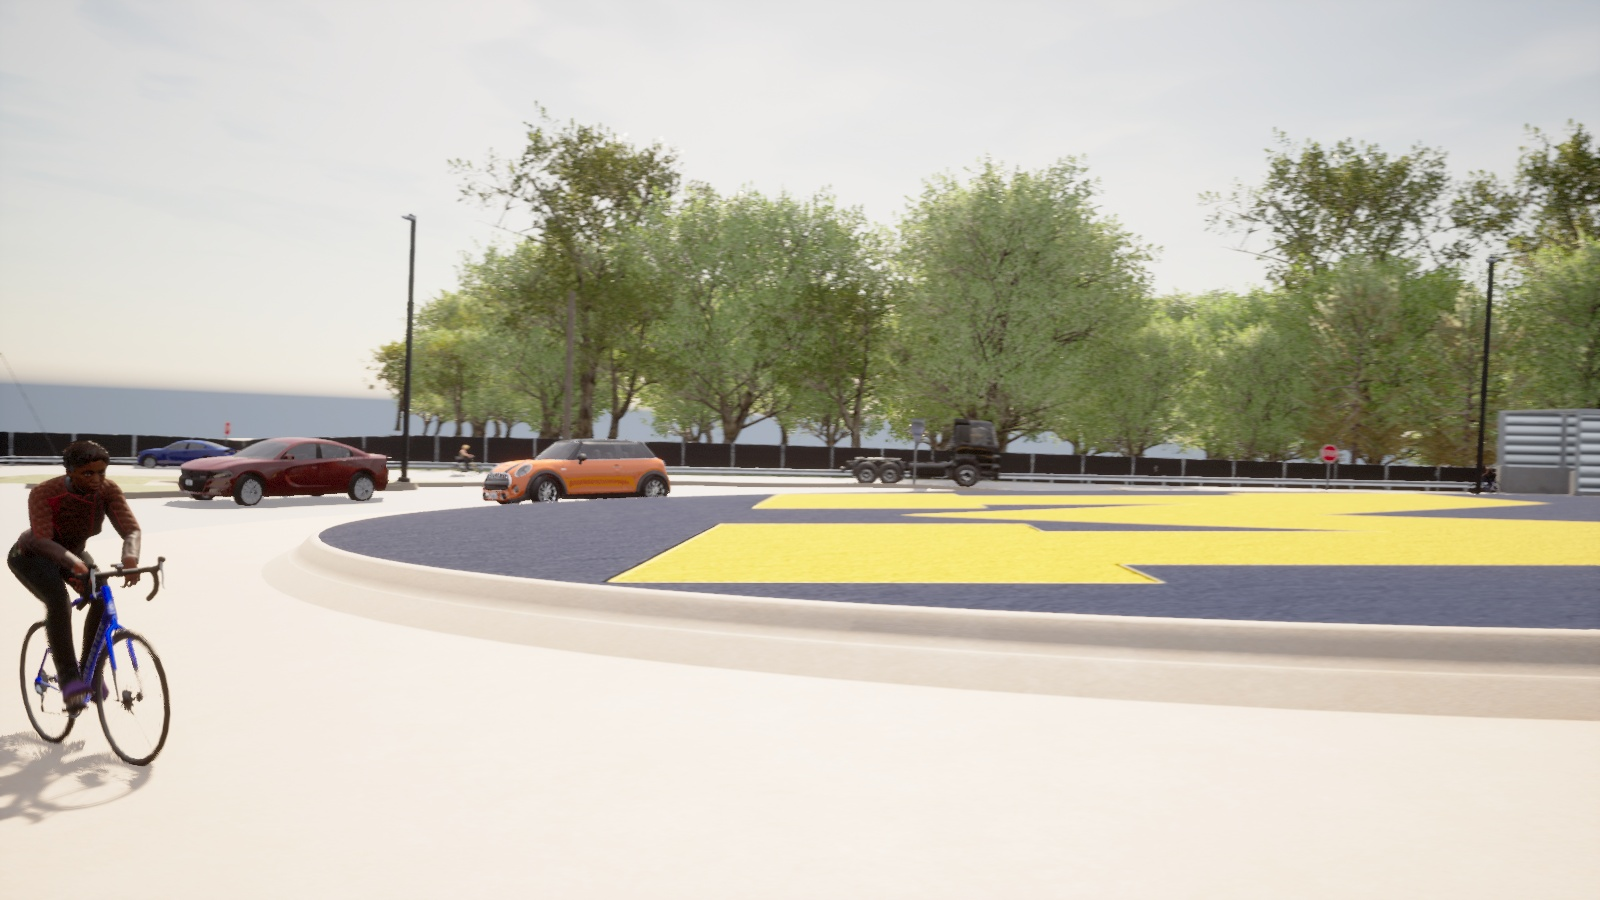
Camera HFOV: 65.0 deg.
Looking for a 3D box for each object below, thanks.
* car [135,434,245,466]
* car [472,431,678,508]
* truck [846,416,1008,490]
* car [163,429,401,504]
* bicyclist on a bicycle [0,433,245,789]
[{"bbox_3d":[-33.034,-0.008,68.132,5.008,1.535,1.882,1,1,-5],"label":"car"},{"bbox_3d":[-5.508,0.479,31.006,4.553,1.767,2.097,1,-1,-40],"label":"car"},{"bbox_3d":[6.368,0.124,63.925,7.936,3.462,2.891,2,2,2],"label":"truck"},{"bbox_3d":[-12.170,0.363,29.869,1.882,1.535,5.008,4,2,32],"label":"car"},{"bbox_3d":[-3.632,0.754,6.494,1.656,1.620,0.582,-1,2,37],"label":"bicyclist on a bicycle"}]
